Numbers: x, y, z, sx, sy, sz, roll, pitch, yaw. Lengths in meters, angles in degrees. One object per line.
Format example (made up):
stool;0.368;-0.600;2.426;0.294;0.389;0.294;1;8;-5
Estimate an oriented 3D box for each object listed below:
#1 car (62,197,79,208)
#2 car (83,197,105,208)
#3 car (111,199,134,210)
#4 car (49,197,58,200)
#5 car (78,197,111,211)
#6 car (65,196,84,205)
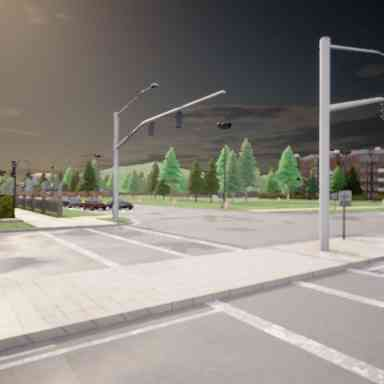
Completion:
car;-17.932;1.596;49.991;1.837;1.490;4.892;0;0;-36
car;-15.533;1.619;52.651;1.837;1.490;4.892;0;0;-36
car;-9.735;1.662;44.660;2.033;1.411;5.357;0;0;-36
car;-23.772;1.595;58.075;1.837;1.490;4.892;0;0;-36
car;-12.520;1.693;42.549;1.895;1.301;4.718;0;0;-36
car;-21.634;1.591;61.114;1.882;1.535;5.008;0;0;-36
